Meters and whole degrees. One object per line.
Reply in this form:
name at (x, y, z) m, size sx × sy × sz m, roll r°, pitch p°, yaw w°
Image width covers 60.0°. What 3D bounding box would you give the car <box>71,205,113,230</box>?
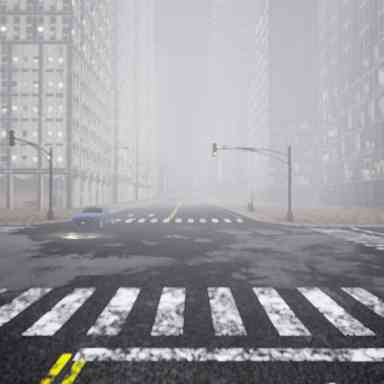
car at (-6.754, 1.678, 22.920) m, size 1.882 × 1.535 × 5.008 m, roll 0°, pitch -1°, yaw -1°
